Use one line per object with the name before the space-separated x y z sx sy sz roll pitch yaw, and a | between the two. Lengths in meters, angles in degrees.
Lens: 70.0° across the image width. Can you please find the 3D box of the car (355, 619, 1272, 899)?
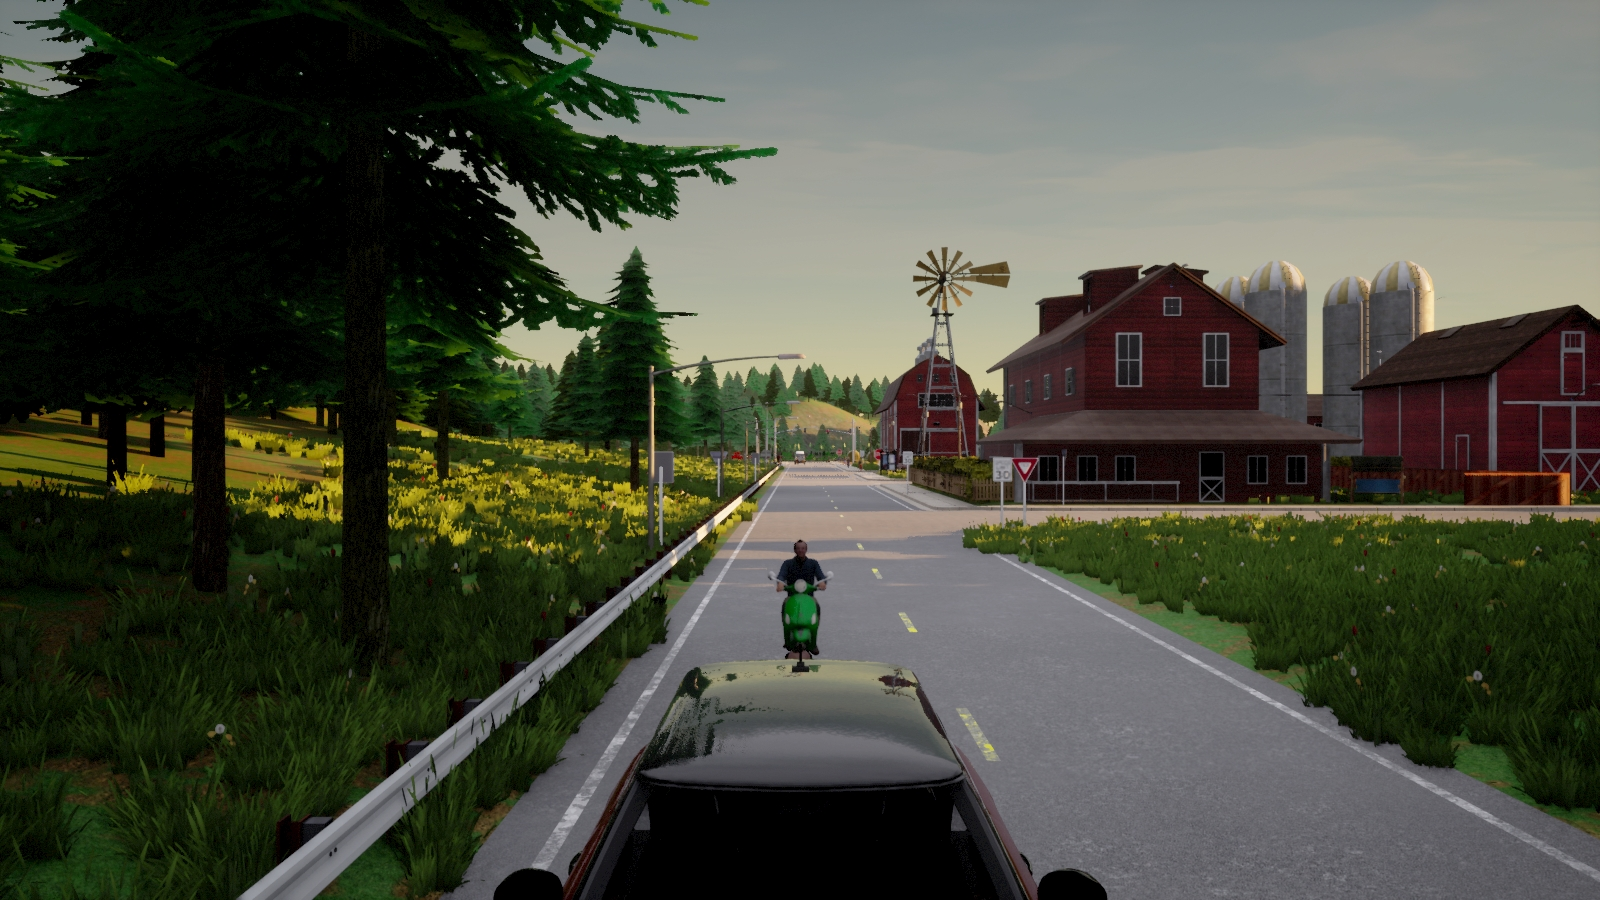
car | 0.032 1.899 4.503 2.097 1.767 4.553 0 0 0

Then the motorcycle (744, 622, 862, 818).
motorcycle | 0.017 2.230 9.842 0.867 1.251 2.209 -2 -3 0
